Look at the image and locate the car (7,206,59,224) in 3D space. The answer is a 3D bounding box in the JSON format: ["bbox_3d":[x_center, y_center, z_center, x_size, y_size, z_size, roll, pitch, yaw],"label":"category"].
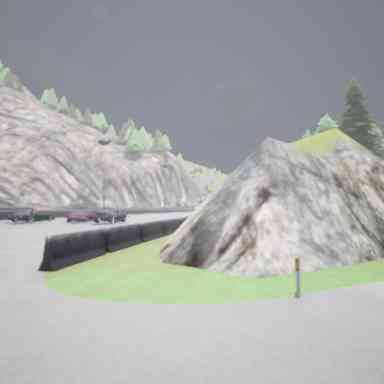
[{"bbox_3d":[-15.527,2.345,32.478,1.895,1.301,4.718,0,-2,14],"label":"car"}]

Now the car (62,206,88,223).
[{"bbox_3d":[-11.296,2.495,35.061,1.994,1.385,4.181,0,-3,14],"label":"car"}]

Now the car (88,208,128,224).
[{"bbox_3d":[-8.080,2.426,33.472,1.837,1.490,4.892,0,-3,14],"label":"car"}]

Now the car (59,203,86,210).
[{"bbox_3d":[-20.325,2.991,57.681,2.150,2.045,5.566,0,-3,14],"label":"car"}]
